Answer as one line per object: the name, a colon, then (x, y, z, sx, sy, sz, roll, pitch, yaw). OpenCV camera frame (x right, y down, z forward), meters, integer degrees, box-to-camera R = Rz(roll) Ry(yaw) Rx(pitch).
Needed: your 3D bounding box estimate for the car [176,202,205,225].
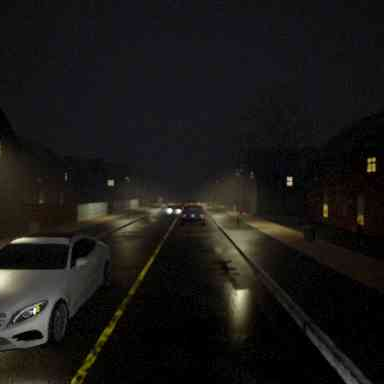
car: (0.064, 1.745, 25.999, 2.033, 1.411, 5.357, 0, 0, 0)

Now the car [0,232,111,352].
car: (-2.872, 1.577, 6.525, 1.812, 1.442, 4.674, 0, 0, 0)

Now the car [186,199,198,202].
car: (0.038, 1.677, 42.409, 2.097, 1.767, 4.553, 0, 0, 0)

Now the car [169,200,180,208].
car: (-2.848, 2.024, 55.422, 1.895, 1.301, 4.718, 0, 0, 0)
